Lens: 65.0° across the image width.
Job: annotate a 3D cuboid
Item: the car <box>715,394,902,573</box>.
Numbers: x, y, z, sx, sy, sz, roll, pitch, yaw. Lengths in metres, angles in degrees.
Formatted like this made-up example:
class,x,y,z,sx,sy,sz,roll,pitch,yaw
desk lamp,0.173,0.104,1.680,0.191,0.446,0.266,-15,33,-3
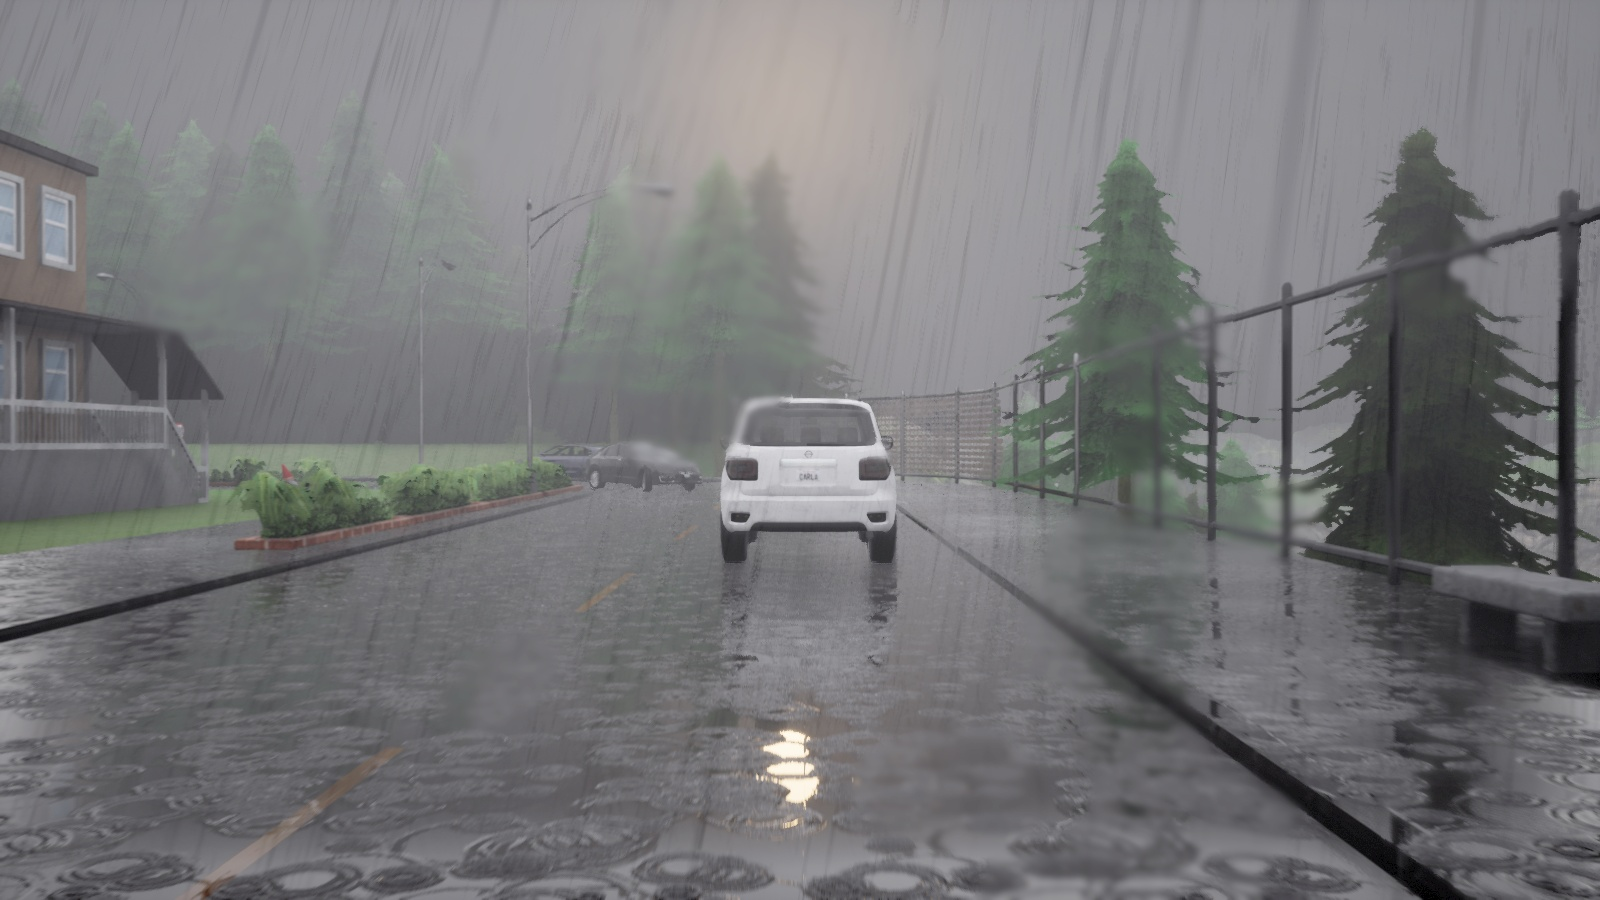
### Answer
class,x,y,z,sx,sy,sz,roll,pitch,yaw
car,0.113,0.369,17.189,2.150,2.045,5.566,0,0,0

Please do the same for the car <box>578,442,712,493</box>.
class,x,y,z,sx,sy,sz,roll,pitch,yaw
car,-5.000,0.523,40.017,1.837,1.490,4.892,1,0,-40

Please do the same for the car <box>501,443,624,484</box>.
class,x,y,z,sx,sy,sz,roll,pitch,yaw
car,-8.939,0.487,47.327,4.193,1.474,1.816,0,0,16
